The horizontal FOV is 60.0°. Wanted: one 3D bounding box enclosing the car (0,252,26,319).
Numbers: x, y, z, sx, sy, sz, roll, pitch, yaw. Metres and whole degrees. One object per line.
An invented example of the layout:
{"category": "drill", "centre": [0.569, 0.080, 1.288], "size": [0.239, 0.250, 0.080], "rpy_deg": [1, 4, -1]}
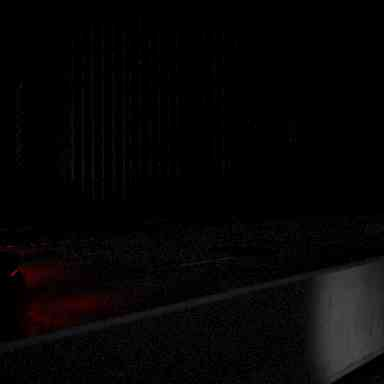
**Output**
{"category": "car", "centre": [-5.068, 1.510, 4.650], "size": [4.892, 1.490, 1.837], "rpy_deg": [0, 0, -35]}
